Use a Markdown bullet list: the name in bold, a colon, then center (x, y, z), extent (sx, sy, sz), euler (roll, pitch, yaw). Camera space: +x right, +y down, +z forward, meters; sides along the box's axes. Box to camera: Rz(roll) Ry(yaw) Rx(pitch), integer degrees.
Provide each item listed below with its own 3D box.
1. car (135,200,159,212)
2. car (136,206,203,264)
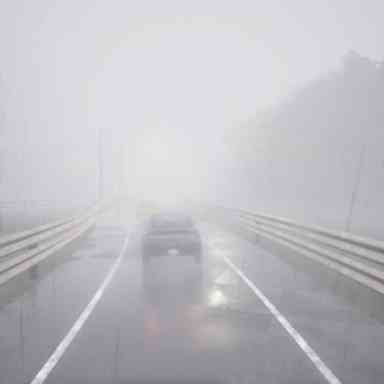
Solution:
- **car**: center (-3.822, 1.400, 28.735), extent (1.882, 1.535, 5.008), euler (-1, 0, -11)
- **car**: center (-0.783, 1.469, 11.749), extent (2.128, 1.511, 4.902), euler (0, 0, -6)
